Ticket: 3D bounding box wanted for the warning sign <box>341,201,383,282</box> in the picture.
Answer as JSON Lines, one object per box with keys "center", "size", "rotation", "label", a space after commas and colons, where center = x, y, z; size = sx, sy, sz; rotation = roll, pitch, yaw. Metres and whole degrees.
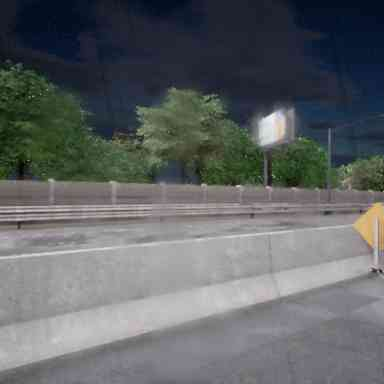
{"center": [4.740, 1.193, 8.526], "size": [1.060, 1.860, 1.300], "rotation": [-1, 1, -36], "label": "warning sign"}
